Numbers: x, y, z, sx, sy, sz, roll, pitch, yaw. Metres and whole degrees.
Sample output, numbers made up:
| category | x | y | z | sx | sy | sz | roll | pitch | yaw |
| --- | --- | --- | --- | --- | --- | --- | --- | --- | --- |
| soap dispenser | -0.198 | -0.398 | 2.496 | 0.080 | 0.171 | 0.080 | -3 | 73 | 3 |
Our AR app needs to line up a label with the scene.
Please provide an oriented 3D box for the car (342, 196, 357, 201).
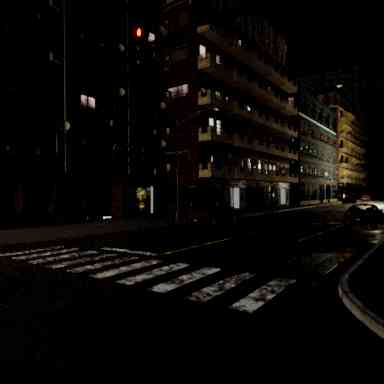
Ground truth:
| category | x | y | z | sx | sy | sz | roll | pitch | yaw |
| --- | --- | --- | --- | --- | --- | --- | --- | --- | --- |
| car | 27.146 | 1.347 | 57.262 | 1.947 | 1.339 | 4.313 | -1 | 0 | 36 |

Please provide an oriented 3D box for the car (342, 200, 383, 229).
| category | x | y | z | sx | sy | sz | roll | pitch | yaw |
| --- | --- | --- | --- | --- | --- | --- | --- | --- | --- |
| car | 10.467 | 1.371 | 20.174 | 1.887 | 1.381 | 4.507 | -1 | 0 | 36 |

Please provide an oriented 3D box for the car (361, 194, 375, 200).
| category | x | y | z | sx | sy | sz | roll | pitch | yaw |
| --- | --- | --- | --- | --- | --- | --- | --- | --- | --- |
| car | 37.228 | 1.293 | 71.009 | 1.802 | 1.307 | 4.206 | -1 | 0 | 36 |

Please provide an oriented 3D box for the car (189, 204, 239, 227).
| category | x | y | z | sx | sy | sz | roll | pitch | yaw |
| --- | --- | --- | --- | --- | --- | --- | --- | --- | --- |
| car | 1.541 | 1.514 | 22.564 | 1.887 | 1.381 | 4.507 | -1 | 0 | 36 |

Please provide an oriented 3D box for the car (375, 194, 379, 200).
| category | x | y | z | sx | sy | sz | roll | pitch | yaw |
| --- | --- | --- | --- | --- | --- | --- | --- | --- | --- |
| car | 43.948 | 1.231 | 80.174 | 1.947 | 1.339 | 4.313 | -1 | 0 | 36 |
